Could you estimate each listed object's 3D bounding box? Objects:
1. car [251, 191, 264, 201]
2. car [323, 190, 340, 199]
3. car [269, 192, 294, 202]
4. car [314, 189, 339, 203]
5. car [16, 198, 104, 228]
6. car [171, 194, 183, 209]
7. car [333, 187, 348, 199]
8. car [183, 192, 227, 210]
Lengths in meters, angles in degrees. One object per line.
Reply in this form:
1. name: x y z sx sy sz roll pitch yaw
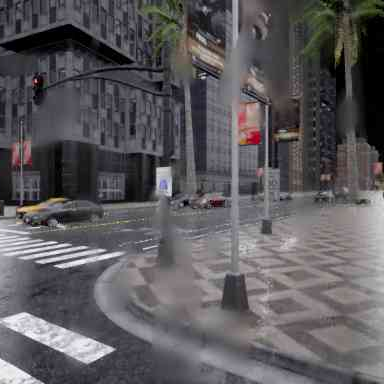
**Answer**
1. car: 10.904 0.653 51.788 1.812 1.442 4.674 0 1 35
2. car: 25.759 0.353 61.331 1.882 1.535 5.008 0 1 36
3. car: 13.744 0.673 50.168 2.033 1.411 5.357 0 1 35
4. car: 17.810 0.677 44.492 1.837 1.490 4.892 0 1 35
5. car: -7.622 1.256 20.189 1.837 1.490 4.892 0 1 35
6. car: -0.898 0.949 35.304 2.128 1.511 4.902 0 2 35
7. car: 23.672 0.232 52.772 2.150 2.045 5.566 0 1 36
8. car: 1.594 0.822 33.188 2.097 1.767 4.553 0 1 35
